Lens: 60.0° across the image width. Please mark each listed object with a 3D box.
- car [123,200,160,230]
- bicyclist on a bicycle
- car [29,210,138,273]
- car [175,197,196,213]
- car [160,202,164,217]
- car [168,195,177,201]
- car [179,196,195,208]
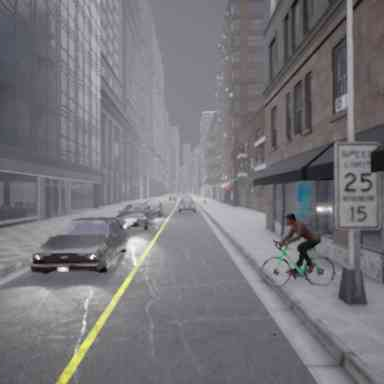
[{"bbox_3d":[-3.440,1.465,20.797,2.128,1.511,4.902,0,0,-1],"label":"car"},{"bbox_3d":[2.309,1.279,7.259,1.656,1.620,0.582,-1,0,-1],"label":"bicyclist on a bicycle"},{"bbox_3d":[-3.270,1.541,10.935,2.033,1.411,5.357,0,0,-1],"label":"car"},{"bbox_3d":[-0.513,1.476,35.563,2.033,1.411,5.357,0,0,-1],"label":"car"},{"bbox_3d":[-3.585,1.479,30.685,1.812,1.442,4.674,0,0,0],"label":"car"},{"bbox_3d":[-4.343,1.336,75.125,1.812,1.442,4.674,0,0,-1],"label":"car"},{"bbox_3d":[-0.733,1.399,47.329,2.128,1.511,4.902,0,0,-1],"label":"car"}]
